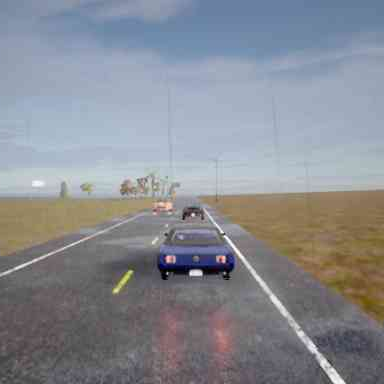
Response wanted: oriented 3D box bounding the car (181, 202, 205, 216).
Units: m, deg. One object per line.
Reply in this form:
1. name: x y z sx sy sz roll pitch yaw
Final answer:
1. car: 0.096 1.628 30.122 1.837 1.490 4.892 0 0 0

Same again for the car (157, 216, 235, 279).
1. car: 0.095 1.643 10.154 1.895 1.301 4.718 0 0 0

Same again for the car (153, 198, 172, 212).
1. car: -3.567 1.515 40.967 2.097 1.767 4.553 0 0 0
